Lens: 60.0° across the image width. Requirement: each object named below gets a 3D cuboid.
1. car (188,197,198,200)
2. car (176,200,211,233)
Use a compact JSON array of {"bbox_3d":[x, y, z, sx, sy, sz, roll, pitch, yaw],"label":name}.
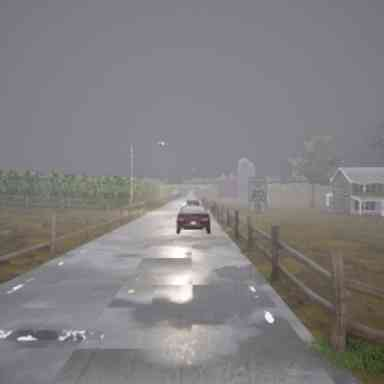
[{"bbox_3d":[0.114,1.509,48.366,1.882,1.535,5.008,0,0,0],"label":"car"},{"bbox_3d":[0.086,1.493,19.954,1.882,1.535,5.008,0,0,0],"label":"car"}]
